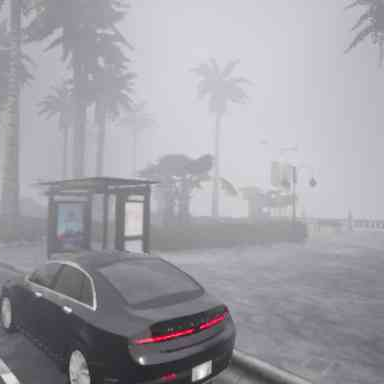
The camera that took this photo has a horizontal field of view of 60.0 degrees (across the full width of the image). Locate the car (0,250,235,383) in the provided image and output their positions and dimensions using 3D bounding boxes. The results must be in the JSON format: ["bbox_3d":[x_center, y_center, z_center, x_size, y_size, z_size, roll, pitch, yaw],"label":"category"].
[{"bbox_3d":[-1.550,1.711,5.329,1.837,1.490,4.892,3,-3,-43],"label":"car"}]
